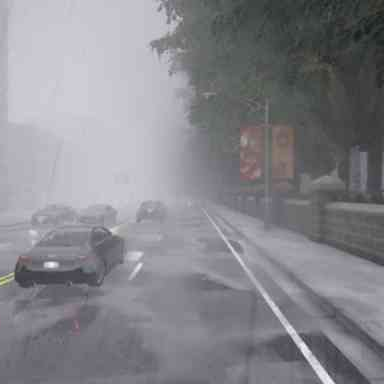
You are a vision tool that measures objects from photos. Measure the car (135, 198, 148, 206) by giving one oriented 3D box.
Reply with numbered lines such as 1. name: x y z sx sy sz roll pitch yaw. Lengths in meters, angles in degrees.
1. car: -9.773 1.833 64.883 1.812 1.442 4.674 0 0 0

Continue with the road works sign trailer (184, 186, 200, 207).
1. road works sign trailer: -0.014 0.750 58.615 2.380 3.560 2.880 0 0 0

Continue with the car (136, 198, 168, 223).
1. car: -3.157 1.484 27.115 2.097 1.767 4.553 0 0 0

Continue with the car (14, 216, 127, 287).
1. car: -3.154 1.611 9.462 1.994 1.385 4.181 0 0 0

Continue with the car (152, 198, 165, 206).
1. car: -6.525 1.866 64.879 1.994 1.385 4.181 0 0 0

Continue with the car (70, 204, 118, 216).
1. car: -6.603 1.593 23.534 1.882 1.535 5.008 0 0 0

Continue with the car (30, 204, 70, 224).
1. car: -9.852 1.609 24.087 2.128 1.511 4.902 0 0 0
